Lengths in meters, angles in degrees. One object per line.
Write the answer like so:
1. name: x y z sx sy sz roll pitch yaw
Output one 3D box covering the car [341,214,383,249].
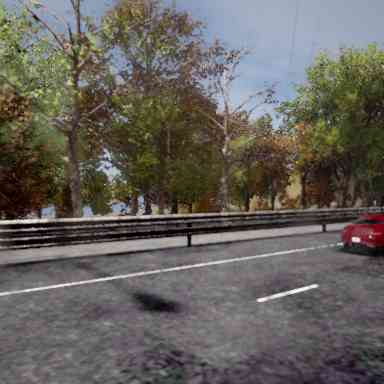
1. car: 8.129 1.670 14.030 4.674 1.442 1.812 0 0 -36
